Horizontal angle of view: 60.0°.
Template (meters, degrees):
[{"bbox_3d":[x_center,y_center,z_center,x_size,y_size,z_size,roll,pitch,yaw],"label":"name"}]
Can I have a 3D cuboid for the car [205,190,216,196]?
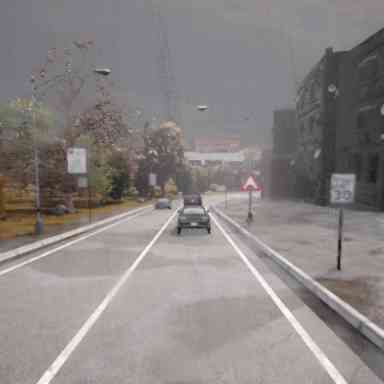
[{"bbox_3d":[4.311,0.314,80.881,1.882,1.535,5.008,2,3,23],"label":"car"}]

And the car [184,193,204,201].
[{"bbox_3d":[0.165,1.151,40.270,2.150,2.045,5.566,0,0,1],"label":"car"}]

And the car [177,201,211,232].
[{"bbox_3d":[0.107,1.490,19.481,1.812,1.442,4.674,0,0,0],"label":"car"}]

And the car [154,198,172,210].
[{"bbox_3d":[-3.460,1.448,41.153,1.812,1.442,4.674,0,0,1],"label":"car"}]
